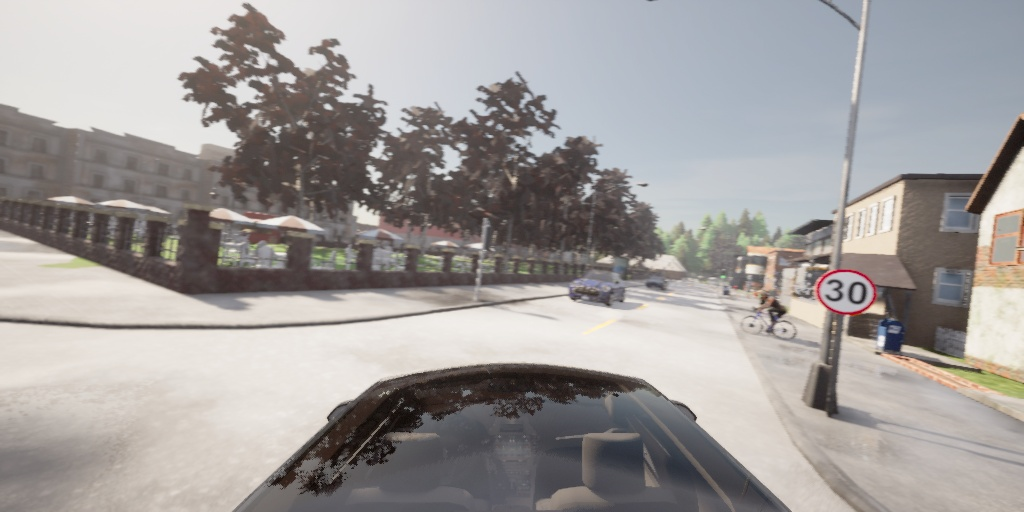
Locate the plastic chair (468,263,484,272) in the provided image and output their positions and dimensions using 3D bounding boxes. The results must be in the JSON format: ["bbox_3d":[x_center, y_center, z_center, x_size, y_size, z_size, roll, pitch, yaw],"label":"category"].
[{"bbox_3d":[-2.516,0.890,25.101,0.750,1.272,0.730,0,0,-10],"label":"plastic chair"}]

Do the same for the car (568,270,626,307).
[{"bbox_3d":[4.670,1.562,19.154,2.097,1.767,4.553,7,0,29],"label":"car"}]

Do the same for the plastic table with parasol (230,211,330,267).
[{"bbox_3d":[-8.967,-0.364,14.233,2.482,2.480,2.482,0,0,-11],"label":"plastic table with parasol"}]

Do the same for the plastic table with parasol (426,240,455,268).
[{"bbox_3d":[-6.010,-0.141,31.320,2.482,2.480,2.482,0,0,-11],"label":"plastic table with parasol"}]

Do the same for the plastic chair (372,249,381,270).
[{"bbox_3d":[-7.182,0.412,18.039,0.750,1.272,0.730,0,0,-11],"label":"plastic chair"}]

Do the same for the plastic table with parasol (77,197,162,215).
[{"bbox_3d":[-25.157,-2.394,23.119,2.482,2.480,2.482,0,0,-9],"label":"plastic table with parasol"}]

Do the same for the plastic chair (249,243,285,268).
[{"bbox_3d":[-8.811,0.264,12.971,0.750,1.272,0.730,0,0,-11],"label":"plastic chair"}]

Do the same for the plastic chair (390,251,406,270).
[{"bbox_3d":[-6.058,0.523,19.623,0.730,1.272,0.750,0,0,-6],"label":"plastic chair"}]

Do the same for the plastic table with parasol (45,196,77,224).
[{"bbox_3d":[-32.251,-3.128,26.120,2.482,2.480,2.482,0,0,29],"label":"plastic table with parasol"}]

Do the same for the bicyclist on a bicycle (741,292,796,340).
[{"bbox_3d":[9.197,2.115,12.821,1.656,1.620,0.582,7,0,29],"label":"bicyclist on a bicycle"}]

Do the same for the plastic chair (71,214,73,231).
[{"bbox_3d":[-31.061,-2.384,25.545,0.730,1.272,0.750,0,0,34],"label":"plastic chair"}]

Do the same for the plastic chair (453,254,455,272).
[{"bbox_3d":[-3.922,0.702,26.205,0.730,1.272,0.750,0,0,-11],"label":"plastic chair"}]

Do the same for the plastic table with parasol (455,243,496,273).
[{"bbox_3d":[-2.683,0.259,26.363,2.482,2.480,2.482,0,0,-11],"label":"plastic table with parasol"}]

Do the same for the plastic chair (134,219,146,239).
[{"bbox_3d":[-23.827,-1.604,23.462,0.730,1.272,0.750,0,0,-3],"label":"plastic chair"}]

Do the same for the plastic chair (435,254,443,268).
[{"bbox_3d":[-5.853,0.482,30.058,0.750,1.272,0.730,0,0,-11],"label":"plastic chair"}]

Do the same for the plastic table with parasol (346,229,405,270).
[{"bbox_3d":[-7.336,-0.228,19.300,2.482,2.480,2.482,0,0,-11],"label":"plastic table with parasol"}]

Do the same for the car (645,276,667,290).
[{"bbox_3d":[16.480,3.031,40.702,2.033,1.411,5.357,7,0,29],"label":"car"}]

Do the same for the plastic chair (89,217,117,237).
[{"bbox_3d":[-25.001,-1.731,21.907,0.750,1.272,0.730,0,0,-11],"label":"plastic chair"}]

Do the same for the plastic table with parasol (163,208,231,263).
[{"bbox_3d":[-13.083,-0.886,16.004,2.482,2.480,2.482,0,0,-11],"label":"plastic table with parasol"}]

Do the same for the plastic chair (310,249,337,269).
[{"bbox_3d":[-7.688,0.388,14.556,0.730,1.272,0.750,0,0,-6],"label":"plastic chair"}]
